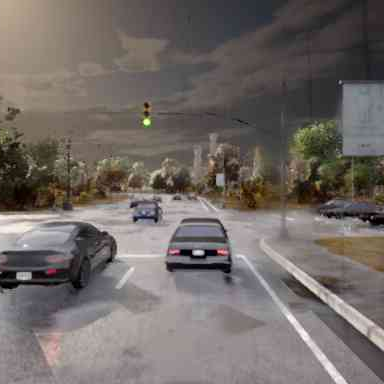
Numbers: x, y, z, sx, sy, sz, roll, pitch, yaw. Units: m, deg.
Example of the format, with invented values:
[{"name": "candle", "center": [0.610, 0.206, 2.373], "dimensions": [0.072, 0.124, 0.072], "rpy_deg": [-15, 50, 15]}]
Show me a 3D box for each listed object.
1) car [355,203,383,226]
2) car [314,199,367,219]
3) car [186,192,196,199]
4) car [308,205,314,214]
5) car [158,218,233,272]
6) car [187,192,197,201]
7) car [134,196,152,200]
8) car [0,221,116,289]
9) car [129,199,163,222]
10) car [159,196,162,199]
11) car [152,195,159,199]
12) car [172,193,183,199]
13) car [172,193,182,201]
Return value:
[{"name": "car", "center": [13.179, 1.566, 20.800], "dimensions": [4.718, 1.301, 1.895], "rpy_deg": [0, 0, -1]}, {"name": "car", "center": [13.500, 1.501, 27.803], "dimensions": [5.357, 1.411, 2.033], "rpy_deg": [0, 0, -3]}, {"name": "car", "center": [-0.218, 0.811, 84.487], "dimensions": [2.097, 1.767, 4.553], "rpy_deg": [0, 1, -4]}, {"name": "car", "center": [13.525, 1.425, 31.309], "dimensions": [5.008, 1.535, 1.882], "rpy_deg": [0, 0, -3]}, {"name": "car", "center": [0.289, 1.533, 10.663], "dimensions": [2.033, 1.411, 5.357], "rpy_deg": [0, 0, 3]}, {"name": "car", "center": [0.146, 1.190, 74.517], "dimensions": [1.812, 1.442, 4.674], "rpy_deg": [0, 1, 0]}, {"name": "car", "center": [-6.992, 1.479, 44.239], "dimensions": [2.033, 1.411, 5.357], "rpy_deg": [0, 0, 0]}, {"name": "car", "center": [-3.380, 1.515, 8.992], "dimensions": [1.812, 1.442, 4.674], "rpy_deg": [0, 0, 0]}, {"name": "car", "center": [-3.346, 1.508, 25.719], "dimensions": [2.033, 1.411, 5.357], "rpy_deg": [0, 0, 0]}, {"name": "car", "center": [-6.860, 1.367, 64.512], "dimensions": [2.033, 1.411, 5.357], "rpy_deg": [0, 1, 0]}, {"name": "car", "center": [-6.922, 1.433, 53.932], "dimensions": [1.812, 1.442, 4.674], "rpy_deg": [0, 0, 1]}, {"name": "car", "center": [-3.714, 0.908, 84.286], "dimensions": [2.033, 1.411, 5.357], "rpy_deg": [0, 1, -8]}, {"name": "car", "center": [-3.354, 1.261, 74.204], "dimensions": [1.895, 1.301, 4.718], "rpy_deg": [0, 1, 0]}]
